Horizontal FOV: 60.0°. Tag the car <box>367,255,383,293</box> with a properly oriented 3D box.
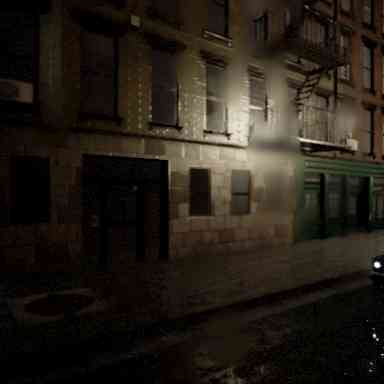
[{"bbox_3d":[6.086,1.639,7.710,4.718,1.301,1.895,0,0,-35],"label":"car"}]
